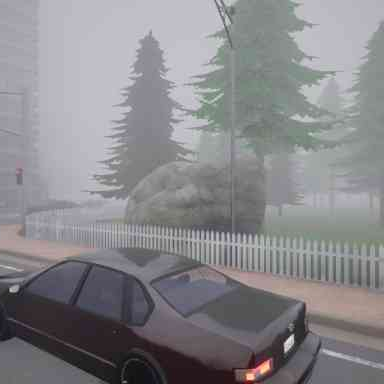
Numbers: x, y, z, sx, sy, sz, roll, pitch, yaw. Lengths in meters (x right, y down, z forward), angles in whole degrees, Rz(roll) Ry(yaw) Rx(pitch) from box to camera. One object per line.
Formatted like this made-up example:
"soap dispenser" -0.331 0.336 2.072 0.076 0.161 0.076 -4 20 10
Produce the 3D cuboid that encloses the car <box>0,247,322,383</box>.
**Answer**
"car" -1.081 1.547 4.759 5.357 1.411 2.033 0 0 35

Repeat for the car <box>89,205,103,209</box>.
"car" -13.600 1.545 45.081 1.895 1.301 4.718 0 0 2

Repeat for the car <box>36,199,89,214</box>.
"car" -12.397 1.508 32.175 1.994 1.385 4.181 0 0 21

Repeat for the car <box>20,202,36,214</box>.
"car" -15.301 1.492 34.954 2.033 1.411 5.357 0 0 17
